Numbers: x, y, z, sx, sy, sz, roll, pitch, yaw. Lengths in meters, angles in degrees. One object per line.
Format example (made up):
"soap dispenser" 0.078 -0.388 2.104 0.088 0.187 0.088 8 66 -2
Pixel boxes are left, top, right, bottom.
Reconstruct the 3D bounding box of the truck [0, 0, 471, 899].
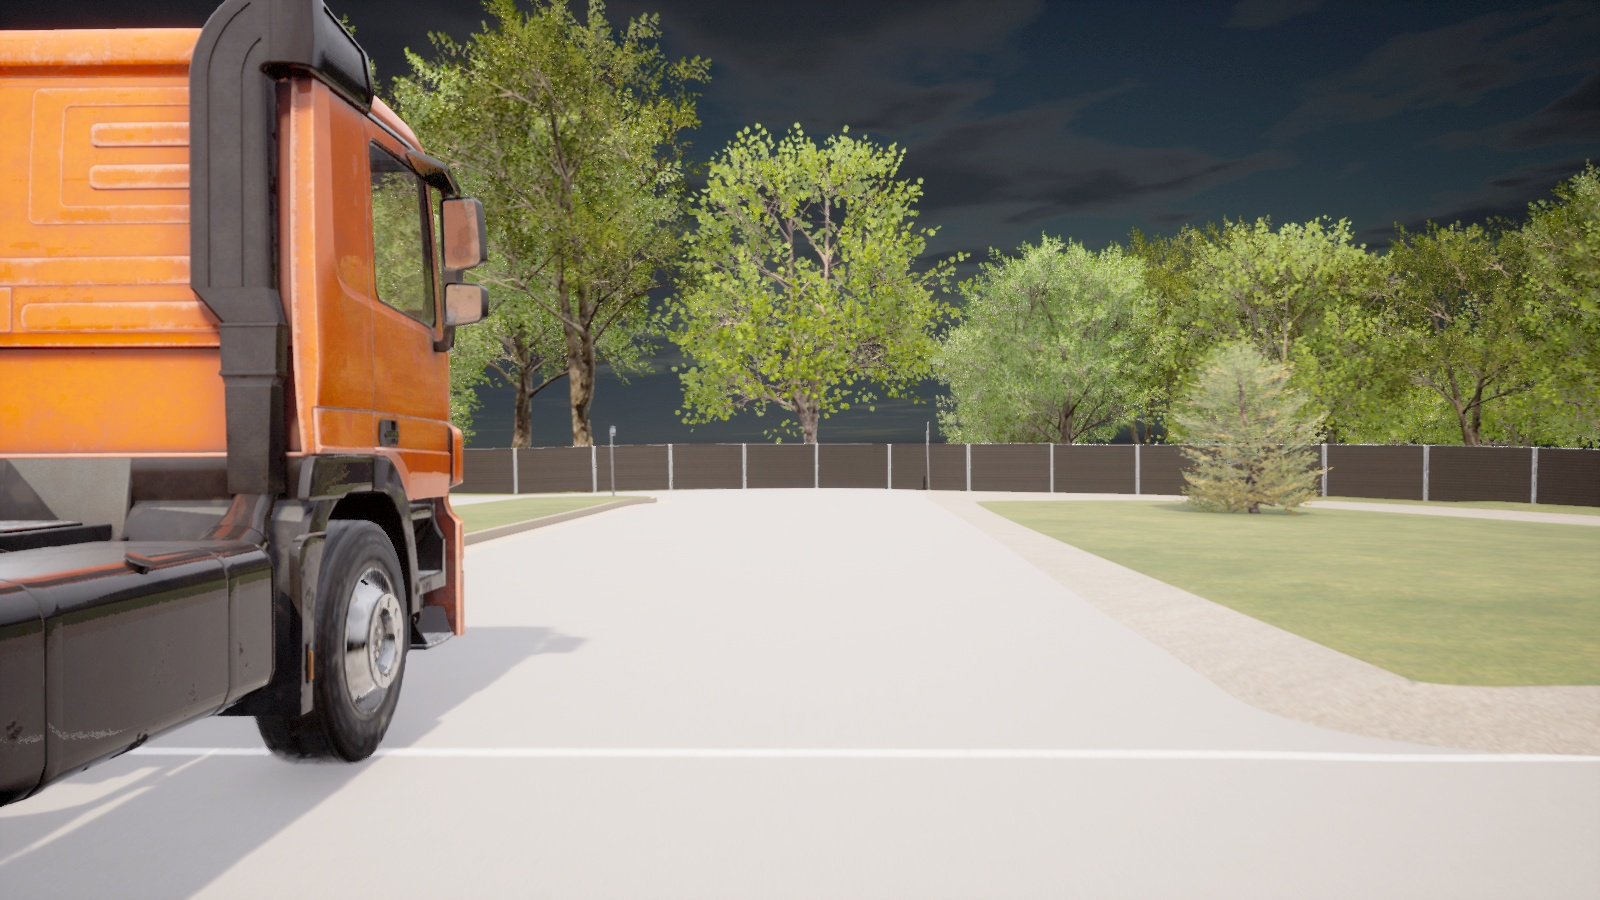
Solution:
"truck" -3.494 -0.242 3.665 2.891 3.462 7.936 0 0 1

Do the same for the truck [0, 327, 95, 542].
"truck" -14.329 -0.229 18.820 2.891 3.462 7.936 -1 -1 1
